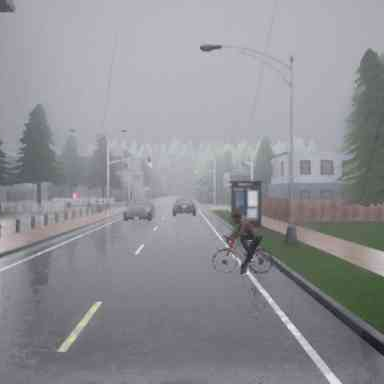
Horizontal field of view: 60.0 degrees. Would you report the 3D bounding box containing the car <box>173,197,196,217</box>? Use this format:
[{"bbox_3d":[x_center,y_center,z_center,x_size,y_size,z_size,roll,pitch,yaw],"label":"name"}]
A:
[{"bbox_3d":[-0.703,1.310,31.442,2.097,1.767,4.553,0,0,-1],"label":"car"}]

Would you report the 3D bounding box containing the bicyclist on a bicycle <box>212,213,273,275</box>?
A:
[{"bbox_3d":[1.366,1.402,8.926,1.656,1.620,0.582,0,0,-1],"label":"bicyclist on a bicycle"}]

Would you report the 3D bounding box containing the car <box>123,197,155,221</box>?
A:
[{"bbox_3d":[-4.118,1.314,26.477,2.097,1.767,4.553,0,0,-1],"label":"car"}]
